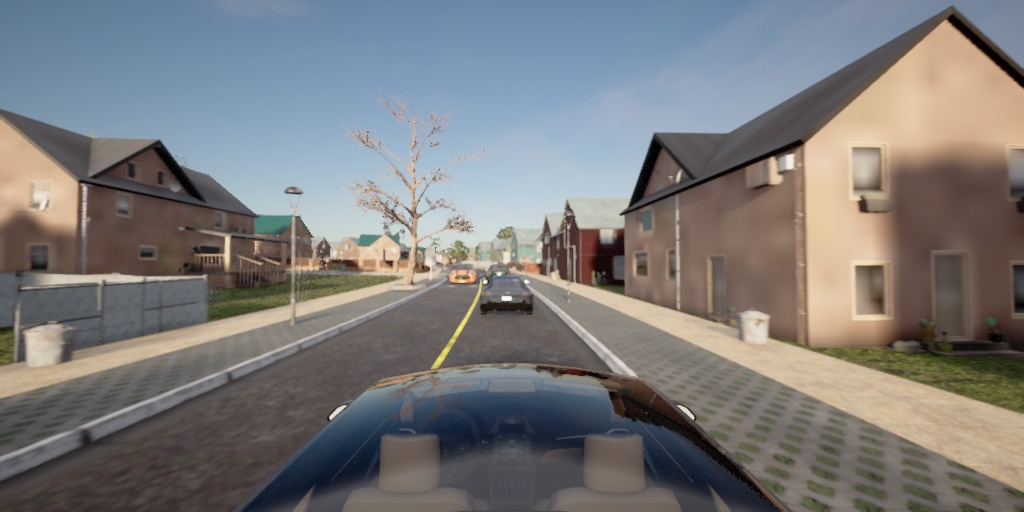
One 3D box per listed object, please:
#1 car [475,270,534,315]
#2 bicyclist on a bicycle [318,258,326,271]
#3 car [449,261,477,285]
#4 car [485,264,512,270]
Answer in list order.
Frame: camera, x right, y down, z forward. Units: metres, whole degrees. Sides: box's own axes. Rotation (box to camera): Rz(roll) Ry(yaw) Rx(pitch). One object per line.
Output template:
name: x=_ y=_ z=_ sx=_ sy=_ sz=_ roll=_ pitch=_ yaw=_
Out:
car: x=-0.234 y=1.455 z=14.425 sx=1.994 sy=1.385 sz=4.181 roll=0 pitch=-1 yaw=-2
bicyclist on a bicycle: x=-24.106 y=1.125 z=45.590 sx=0.582 sy=1.620 sz=1.656 roll=1 pitch=-1 yaw=4
car: x=-4.020 y=1.416 z=30.026 sx=2.097 sy=1.767 sz=4.553 roll=0 pitch=-1 yaw=-4
car: x=-1.071 y=1.400 z=28.669 sx=2.097 sy=1.767 sz=4.553 roll=0 pitch=-1 yaw=-4
